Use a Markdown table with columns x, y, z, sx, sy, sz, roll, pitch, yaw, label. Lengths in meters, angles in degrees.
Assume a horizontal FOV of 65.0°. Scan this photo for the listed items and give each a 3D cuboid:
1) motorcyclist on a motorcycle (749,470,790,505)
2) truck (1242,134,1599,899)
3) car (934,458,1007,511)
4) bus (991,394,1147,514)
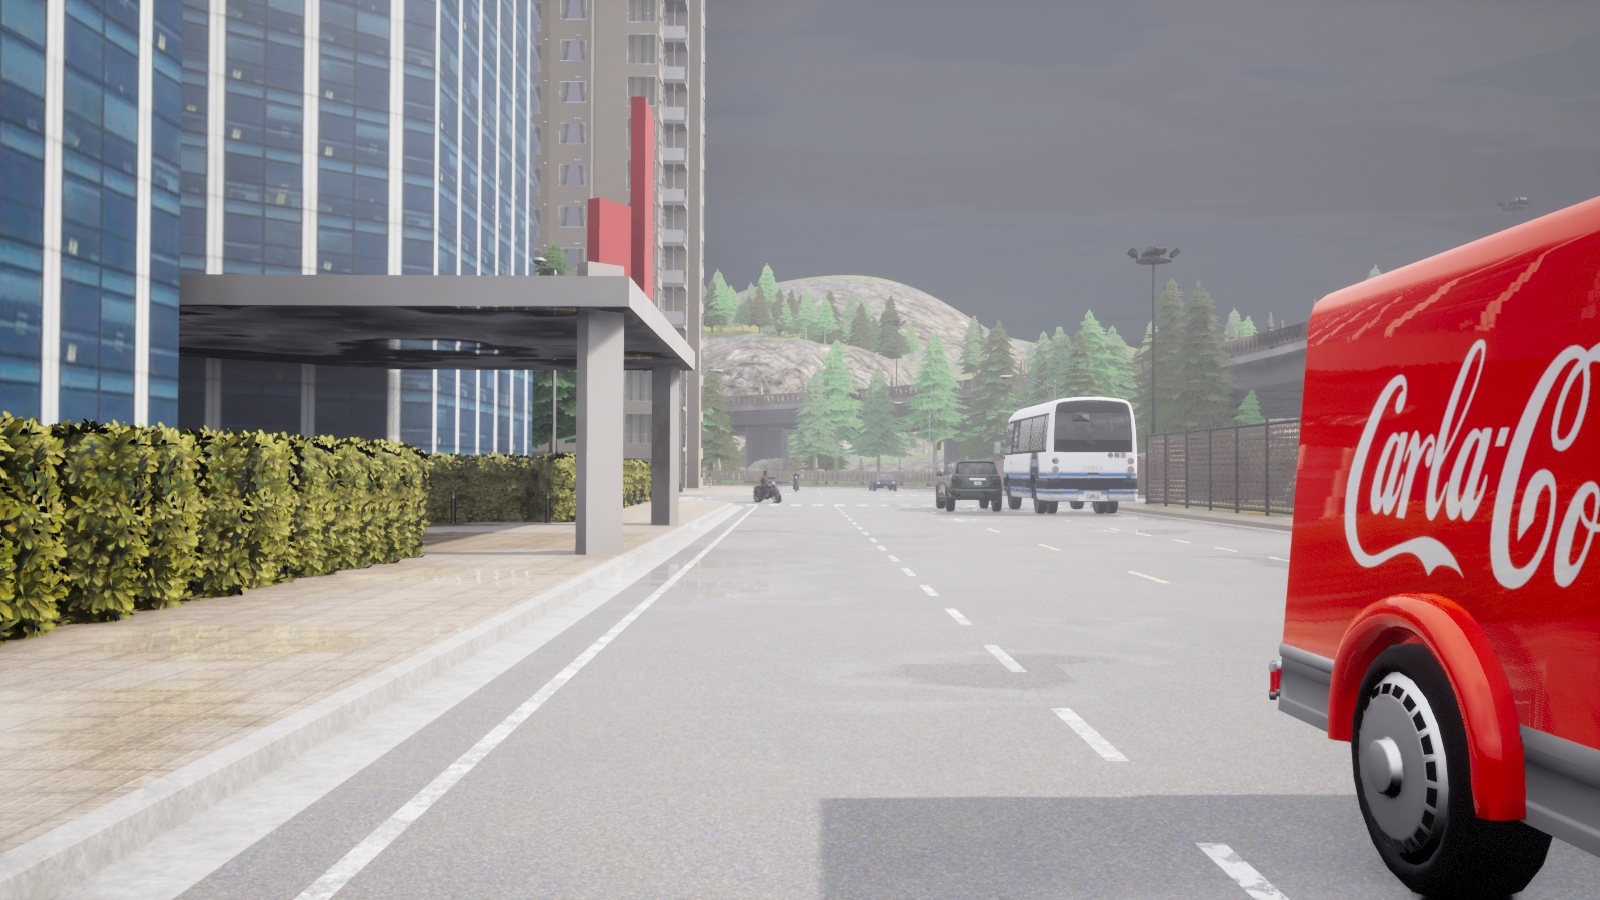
| x | y | z | sx | sy | sz | roll | pitch | yaw | label |
| --- | --- | --- | --- | --- | --- | --- | --- | --- | --- |
| -1.504 | 1.796 | 60.699 | 0.766 | 1.649 | 2.350 | -1 | 0 | -35 | motorcyclist on a motorcycle |
| 3.488 | 0.373 | 3.519 | 2.627 | 2.467 | 5.204 | 0 | -1 | 0 | truck |
| 6.864 | 1.363 | 51.171 | 2.150 | 2.045 | 5.566 | 0 | -1 | 0 | car |
| 10.362 | 0.232 | 49.859 | 3.944 | 4.253 | 10.273 | 0 | -1 | 0 | bus |
